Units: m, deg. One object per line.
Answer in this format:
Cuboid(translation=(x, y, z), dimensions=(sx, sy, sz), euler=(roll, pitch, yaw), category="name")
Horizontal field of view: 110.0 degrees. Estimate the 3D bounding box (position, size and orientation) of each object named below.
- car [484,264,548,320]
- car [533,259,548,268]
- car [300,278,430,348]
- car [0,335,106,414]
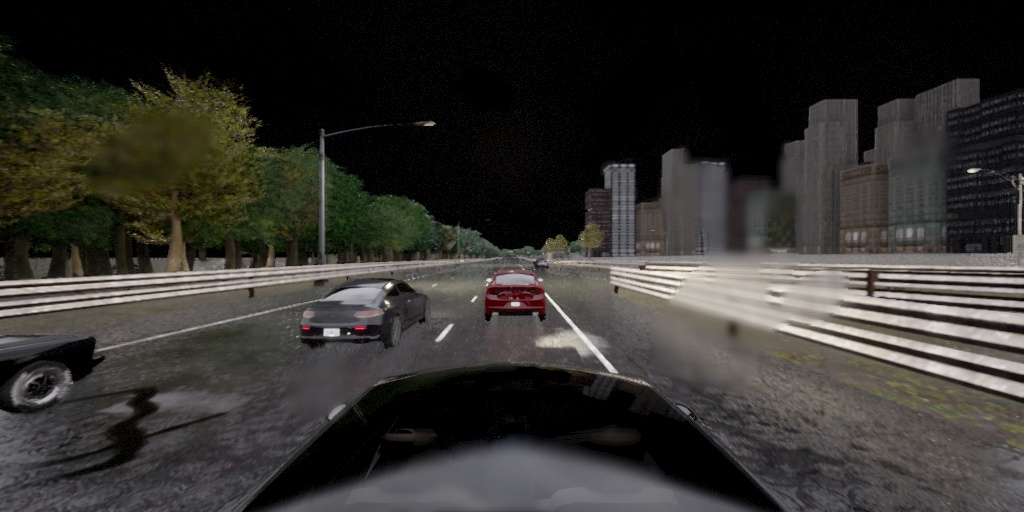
Cuboid(translation=(0.101, 1.223, 12.717), dimensions=(1.882, 1.535, 5.008), euler=(0, 0, 0), category="car")
Cuboid(translation=(4.708, 1.254, 59.351), dimensions=(2.033, 1.649, 4.856), euler=(0, 0, -5), category="car")
Cuboid(translation=(-3.400, 1.274, 9.068), dimensions=(1.812, 1.442, 4.674), euler=(0, 0, 0), category="car")
Cuboid(translation=(-6.901, 1.351, 3.058), dimensions=(1.895, 1.301, 4.718), euler=(0, 0, 0), category="car")
